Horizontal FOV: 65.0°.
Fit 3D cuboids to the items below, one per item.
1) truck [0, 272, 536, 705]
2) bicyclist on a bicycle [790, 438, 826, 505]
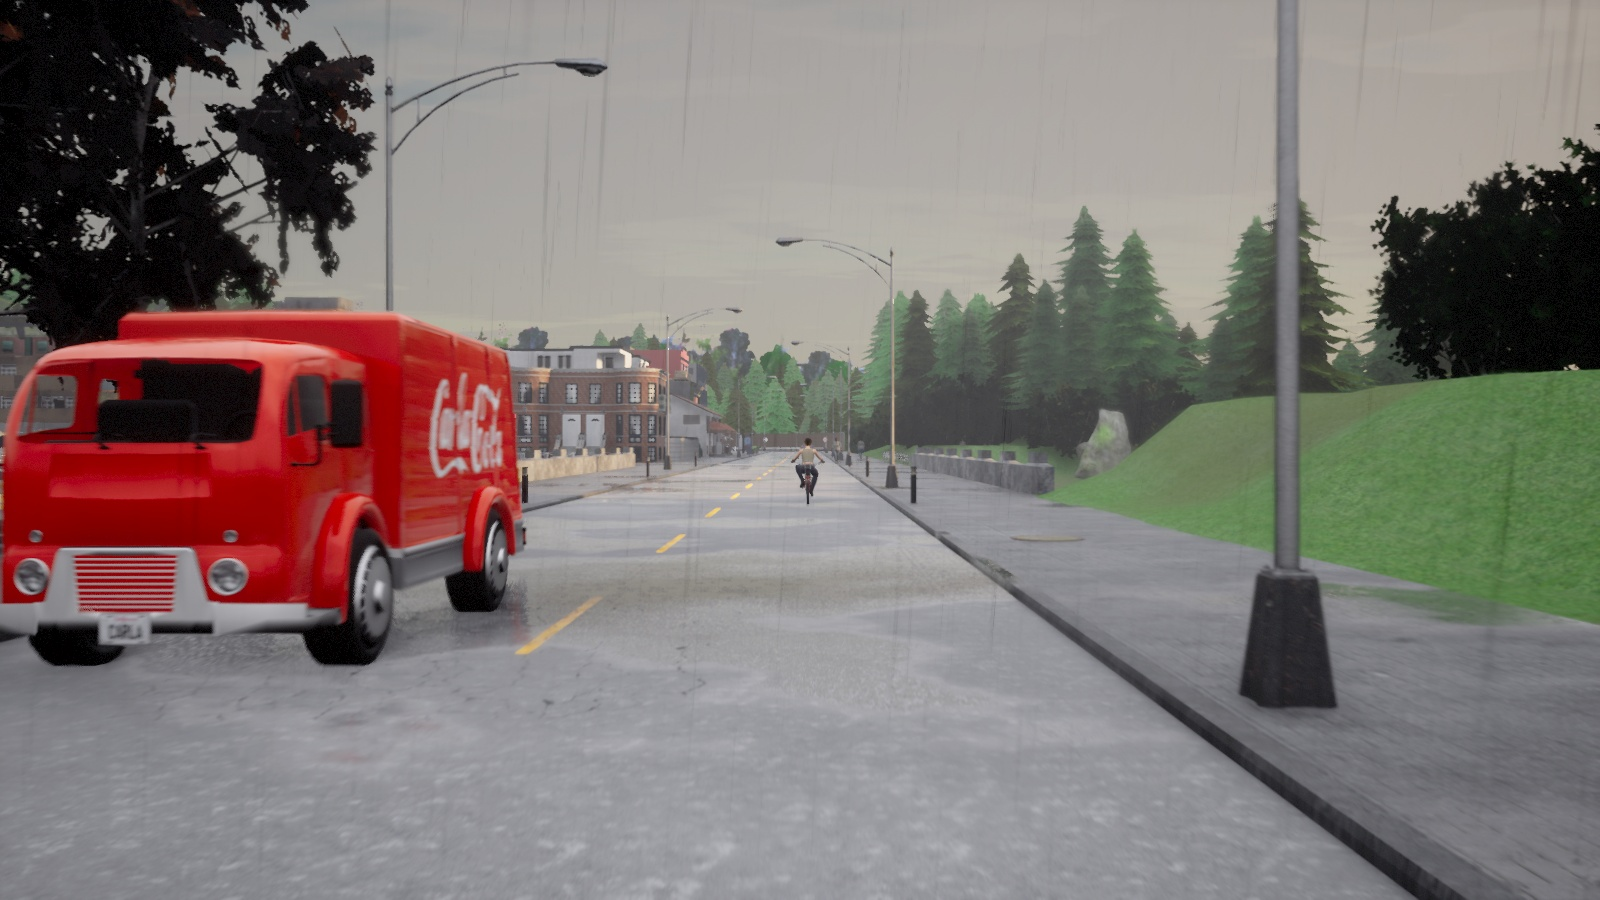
[{"bbox_3d":[-3.929,0.201,9.763,2.627,2.467,5.204,0,0,0],"label":"truck"},{"bbox_3d":[0.192,0.508,31.034,0.866,1.612,1.509,0,0,0],"label":"bicyclist on a bicycle"}]
